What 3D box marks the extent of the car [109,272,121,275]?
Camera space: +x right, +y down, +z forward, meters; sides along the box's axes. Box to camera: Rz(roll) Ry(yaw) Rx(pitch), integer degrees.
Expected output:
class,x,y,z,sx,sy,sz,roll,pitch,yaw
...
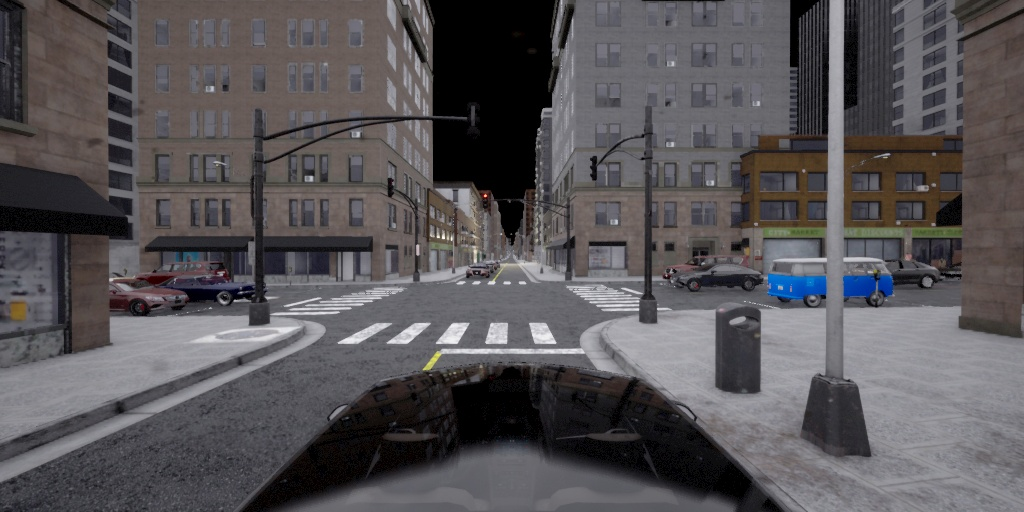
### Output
class,x,y,z,sx,sy,sz,roll,pitch,yaw
car,-26.017,1.550,22.165,4.829,1.417,1.751,0,0,0

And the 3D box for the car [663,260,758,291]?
class,x,y,z,sx,sy,sz,roll,pitch,yaw
car,11.103,1.113,19.603,4.674,1.442,1.812,-1,0,1

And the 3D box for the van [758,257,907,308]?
class,x,y,z,sx,sy,sz,roll,pitch,yaw
van,12.119,0.957,13.729,3.998,1.789,1.690,0,0,0

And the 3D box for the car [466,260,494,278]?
class,x,y,z,sx,sy,sz,roll,pitch,yaw
car,-3.083,1.318,33.606,1.994,1.385,4.181,0,0,1

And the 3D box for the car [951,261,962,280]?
class,x,y,z,sx,sy,sz,roll,pitch,yaw
car,28.926,0.915,22.295,4.313,1.339,1.948,0,0,0

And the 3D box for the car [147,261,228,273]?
class,x,y,z,sx,sy,sz,roll,pitch,yaw
car,-20.343,1.270,22.178,5.009,1.841,2.192,0,0,0

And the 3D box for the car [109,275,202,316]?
class,x,y,z,sx,sy,sz,roll,pitch,yaw
car,-14.817,1.527,13.666,4.207,1.307,1.802,0,0,0

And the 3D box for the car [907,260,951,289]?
class,x,y,z,sx,sy,sz,roll,pitch,yaw
car,20.284,0.977,19.608,4.892,1.490,1.837,-1,0,0

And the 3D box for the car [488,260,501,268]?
class,x,y,z,sx,sy,sz,roll,pitch,yaw
car,-3.051,1.353,61.770,1.994,1.385,4.181,0,0,1

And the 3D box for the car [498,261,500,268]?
class,x,y,z,sx,sy,sz,roll,pitch,yaw
car,-3.077,1.299,51.724,1.812,1.442,4.674,0,0,0

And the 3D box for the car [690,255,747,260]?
class,x,y,z,sx,sy,sz,roll,pitch,yaw
car,12.098,0.871,22.255,5.009,1.841,2.192,0,0,0

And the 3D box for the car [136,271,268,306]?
class,x,y,z,sx,sy,sz,roll,pitch,yaw
car,-13.953,1.517,16.330,4.718,1.301,1.895,-1,0,0

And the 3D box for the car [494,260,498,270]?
class,x,y,z,sx,sy,sz,roll,pitch,yaw
car,-3.089,1.253,42.591,2.128,1.511,4.902,0,0,0
